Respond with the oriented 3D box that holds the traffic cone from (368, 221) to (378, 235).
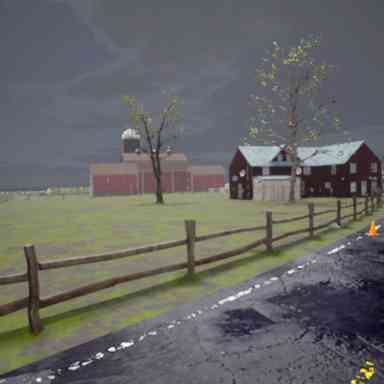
[{"bbox_3d":[7.617,1.501,13.979,0.340,0.580,0.340,-1,1,39],"label":"traffic cone"}]
